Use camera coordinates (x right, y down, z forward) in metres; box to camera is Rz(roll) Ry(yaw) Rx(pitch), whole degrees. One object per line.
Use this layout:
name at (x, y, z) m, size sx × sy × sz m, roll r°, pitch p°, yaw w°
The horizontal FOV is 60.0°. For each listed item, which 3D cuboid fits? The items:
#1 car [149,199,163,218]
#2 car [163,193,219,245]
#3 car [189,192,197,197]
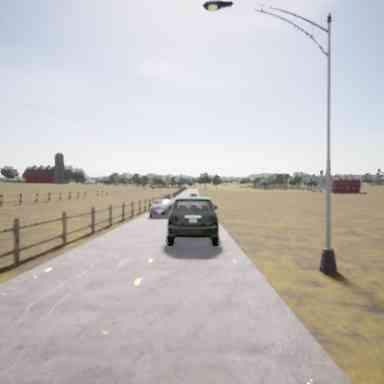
car at (-2.656, 1.424, 29.578) m, size 2.128 × 1.511 × 4.902 m, roll 0°, pitch 0°, yaw 0°
car at (0.048, 1.210, 15.631) m, size 2.150 × 2.045 × 5.566 m, roll 0°, pitch 0°, yaw 0°
car at (0.343, 0.649, 88.614) m, size 2.033 × 1.411 × 5.357 m, roll 0°, pitch 1°, yaw 0°
